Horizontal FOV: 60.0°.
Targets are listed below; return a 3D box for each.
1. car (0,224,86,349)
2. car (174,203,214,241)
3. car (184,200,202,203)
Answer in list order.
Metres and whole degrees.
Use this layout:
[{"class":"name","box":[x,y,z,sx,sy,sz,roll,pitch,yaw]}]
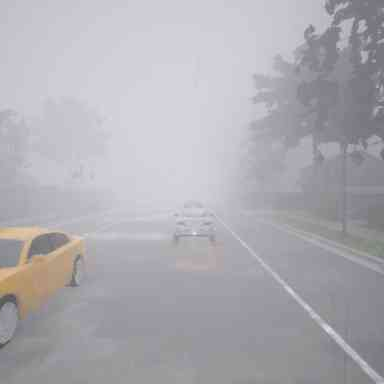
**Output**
[{"class":"car","box":[-3.600,1.473,6.424,1.882,1.535,5.008,0,0,0]},{"class":"car","box":[0.102,1.497,16.450,1.812,1.442,4.674,0,0,0]},{"class":"car","box":[0.104,1.467,33.989,1.994,1.385,4.181,0,0,0]}]
